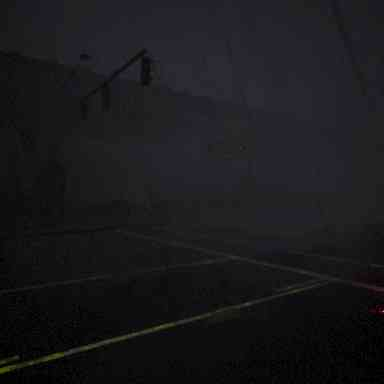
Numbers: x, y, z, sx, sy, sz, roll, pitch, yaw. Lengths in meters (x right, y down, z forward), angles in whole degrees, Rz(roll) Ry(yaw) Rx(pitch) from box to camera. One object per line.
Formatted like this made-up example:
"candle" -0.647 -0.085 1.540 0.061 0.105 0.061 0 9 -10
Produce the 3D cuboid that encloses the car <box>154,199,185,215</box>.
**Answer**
"car" -2.828 1.482 34.339 2.038 1.542 4.974 0 0 18

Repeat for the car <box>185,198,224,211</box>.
"car" 1.031 1.333 38.092 4.536 1.218 1.853 0 0 -7

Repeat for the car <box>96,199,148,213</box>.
"car" -6.624 1.317 31.660 4.536 1.218 1.853 0 0 8

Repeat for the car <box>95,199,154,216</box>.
"car" -6.572 1.474 31.653 4.974 1.542 2.038 0 0 8

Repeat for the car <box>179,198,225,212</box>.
"car" 1.082 1.491 38.099 4.974 1.542 2.038 0 0 -7

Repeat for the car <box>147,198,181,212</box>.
"car" -2.812 1.324 34.388 1.853 1.218 4.536 0 0 18
